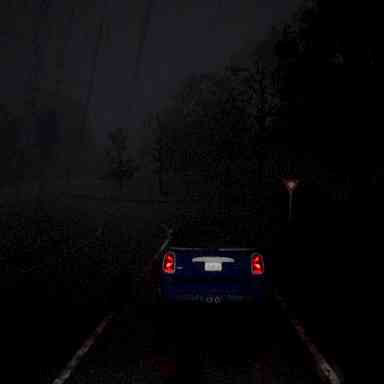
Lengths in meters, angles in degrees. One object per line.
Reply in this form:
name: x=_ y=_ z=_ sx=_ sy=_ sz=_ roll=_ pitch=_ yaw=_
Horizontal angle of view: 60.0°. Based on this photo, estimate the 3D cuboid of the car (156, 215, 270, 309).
car: x=0.455 y=1.316 z=7.998 sx=2.097 sy=1.767 sz=4.553 roll=0 pitch=1 yaw=2

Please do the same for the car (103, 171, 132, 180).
car: x=-13.494 y=-3.077 z=60.411 sx=4.892 sy=1.490 sz=1.837 roll=-4 pitch=6 yaw=-38

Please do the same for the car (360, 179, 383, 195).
car: x=18.747 y=-0.644 z=34.806 sx=1.882 sy=1.535 sz=5.008 roll=4 pitch=7 yaw=27

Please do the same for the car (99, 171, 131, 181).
car: x=-13.335 y=-2.669 z=56.322 sx=4.892 sy=1.490 sz=1.837 roll=-6 pitch=6 yaw=-44
